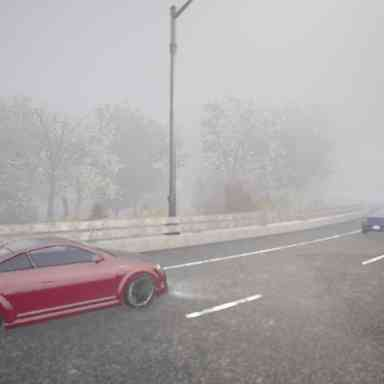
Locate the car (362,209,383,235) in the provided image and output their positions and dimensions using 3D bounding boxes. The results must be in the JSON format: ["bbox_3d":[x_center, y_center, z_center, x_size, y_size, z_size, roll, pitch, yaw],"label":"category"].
[{"bbox_3d":[11.014,1.657,18.673,1.812,1.442,4.674,0,0,44],"label":"car"}]

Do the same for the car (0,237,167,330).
[{"bbox_3d":[-2.568,1.581,6.442,4.181,1.385,1.994,0,0,-37],"label":"car"}]
